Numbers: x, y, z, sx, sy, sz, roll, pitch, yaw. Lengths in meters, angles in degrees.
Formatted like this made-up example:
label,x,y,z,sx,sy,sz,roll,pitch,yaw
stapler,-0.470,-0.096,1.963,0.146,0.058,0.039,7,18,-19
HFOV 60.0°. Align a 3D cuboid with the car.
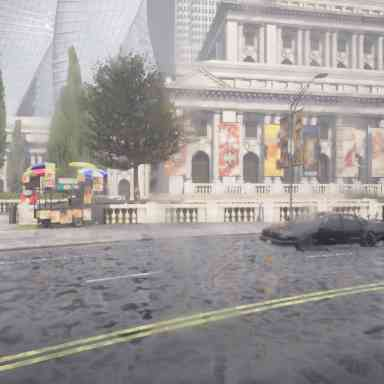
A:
label,x,y,z,sx,sy,sz,roll,pitch,yaw
car,5.530,1.548,13.701,5.357,1.411,2.033,0,0,-17
